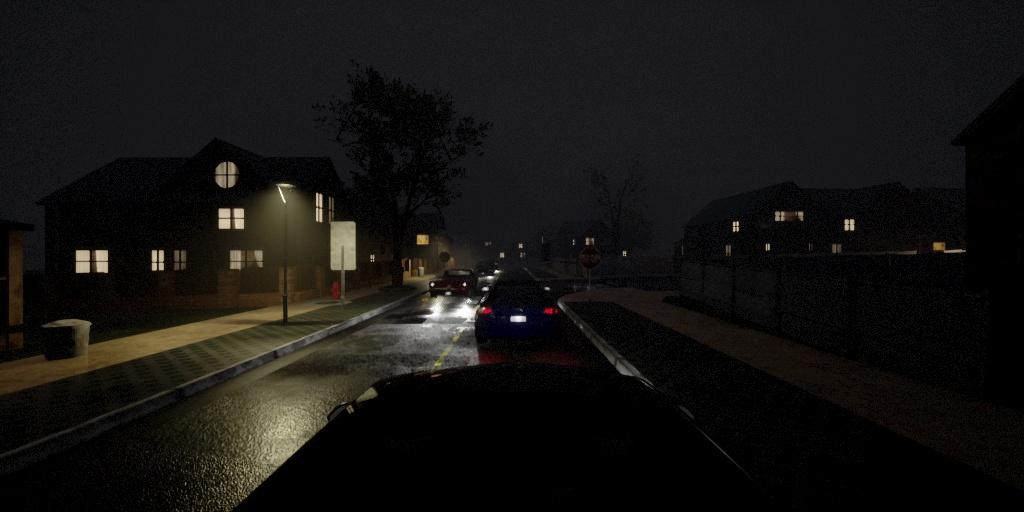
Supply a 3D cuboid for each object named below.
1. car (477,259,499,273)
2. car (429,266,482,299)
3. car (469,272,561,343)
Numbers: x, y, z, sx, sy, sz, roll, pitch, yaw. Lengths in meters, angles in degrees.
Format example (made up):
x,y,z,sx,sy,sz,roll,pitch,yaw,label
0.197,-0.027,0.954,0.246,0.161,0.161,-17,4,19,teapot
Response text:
x,y,z,sx,sy,sz,roll,pitch,yaw,label
-2.776,1.274,37.060,2.033,1.411,5.357,0,0,0,car
-2.810,1.343,18.084,1.895,1.301,4.718,0,0,0,car
0.124,1.312,9.657,1.994,1.385,4.181,0,0,0,car
